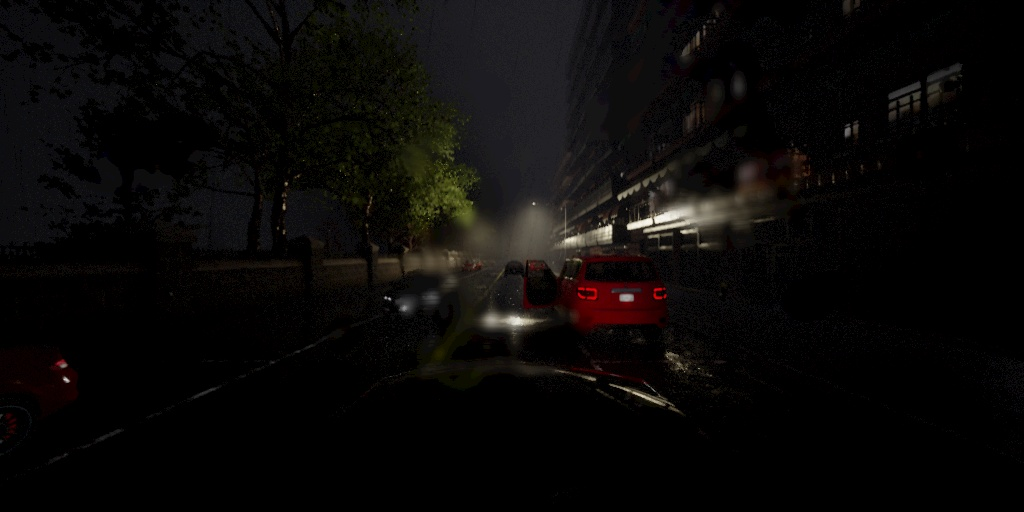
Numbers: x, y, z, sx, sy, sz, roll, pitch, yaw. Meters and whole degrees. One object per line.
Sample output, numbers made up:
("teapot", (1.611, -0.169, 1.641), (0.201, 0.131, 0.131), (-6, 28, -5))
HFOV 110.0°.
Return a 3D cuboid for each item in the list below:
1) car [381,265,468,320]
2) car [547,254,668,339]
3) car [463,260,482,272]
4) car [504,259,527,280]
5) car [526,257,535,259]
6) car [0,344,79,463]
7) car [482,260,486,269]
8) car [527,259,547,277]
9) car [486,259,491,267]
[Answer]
("car", (-3.041, 1.250, 12.752), (2.128, 1.511, 4.902), (0, 0, 0))
("car", (2.441, 0.977, 10.262), (2.150, 2.045, 5.566), (0, 0, 0))
("car", (-5.441, 1.241, 47.296), (1.967, 1.591, 4.097), (0, 0, 0))
("car", (0.251, 1.262, 36.146), (1.882, 1.535, 5.008), (0, 0, 1))
("car", (2.970, 1.252, 52.879), (1.967, 1.591, 4.097), (0, 0, 0))
("car", (-5.688, 1.332, 2.254), (1.802, 1.307, 4.207), (0, 0, 0))
("car", (-5.411, 1.251, 52.924), (1.967, 1.591, 4.097), (0, 0, 0))
("car", (2.909, 1.338, 41.620), (1.888, 1.381, 4.507), (0, 0, 0))
("car", (-5.349, 1.382, 64.185), (2.007, 1.370, 4.403), (0, 0, 0))
